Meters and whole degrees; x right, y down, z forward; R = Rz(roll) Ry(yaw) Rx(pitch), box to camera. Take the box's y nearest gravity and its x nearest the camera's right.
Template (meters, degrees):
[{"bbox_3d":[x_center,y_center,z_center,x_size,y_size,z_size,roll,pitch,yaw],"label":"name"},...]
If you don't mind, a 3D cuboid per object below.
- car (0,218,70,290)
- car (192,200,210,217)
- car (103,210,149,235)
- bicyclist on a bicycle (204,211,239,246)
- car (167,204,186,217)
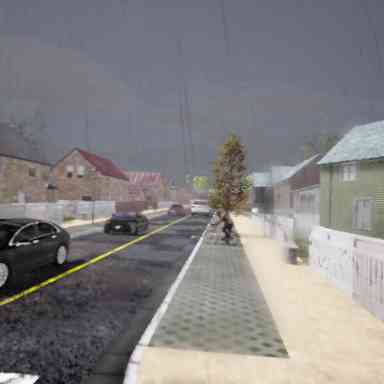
[{"bbox_3d":[-5.098,1.515,9.141,1.837,1.490,4.892,2,-1,6],"label":"car"},{"bbox_3d":[1.229,2.157,44.817,2.150,2.045,5.566,2,-1,6],"label":"car"},{"bbox_3d":[-4.004,1.838,20.797,1.994,1.385,4.181,2,-1,5],"label":"car"},{"bbox_3d":[1.405,1.703,15.619,1.656,1.620,0.582,2,-1,5],"label":"bicyclist on a bicycle"},{"bbox_3d":[-1.919,2.285,42.291,1.812,1.442,4.674,2,-1,6],"label":"car"}]
